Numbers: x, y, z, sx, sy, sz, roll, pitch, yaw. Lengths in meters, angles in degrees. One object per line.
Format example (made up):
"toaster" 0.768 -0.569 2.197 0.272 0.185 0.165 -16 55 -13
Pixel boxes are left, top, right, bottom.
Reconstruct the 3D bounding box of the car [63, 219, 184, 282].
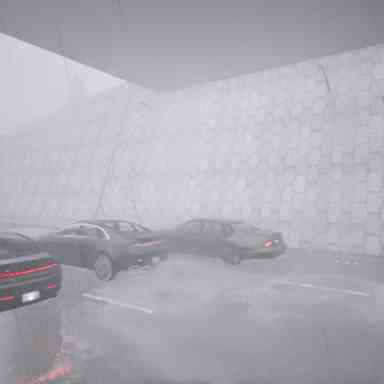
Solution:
"car" -2.938 1.584 10.091 4.902 1.511 2.128 0 -1 34

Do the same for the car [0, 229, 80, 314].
"car" -4.791 1.580 7.119 4.892 1.490 1.837 -1 -1 34

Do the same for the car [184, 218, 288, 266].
"car" 0.596 1.640 11.939 5.357 1.411 2.033 -1 -1 33
